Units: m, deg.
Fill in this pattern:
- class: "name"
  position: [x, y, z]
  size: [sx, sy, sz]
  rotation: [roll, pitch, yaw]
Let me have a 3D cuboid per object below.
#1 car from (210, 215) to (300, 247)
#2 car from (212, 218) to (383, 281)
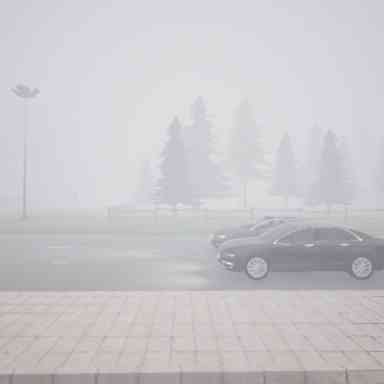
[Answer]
- class: "car"
  position: [3.203, 1.706, 13.392]
  size: [4.902, 1.511, 2.128]
  rotation: [0, -1, -2]
- class: "car"
  position: [3.206, 1.667, 9.889]
  size: [4.892, 1.490, 1.837]
  rotation: [0, -1, -1]
